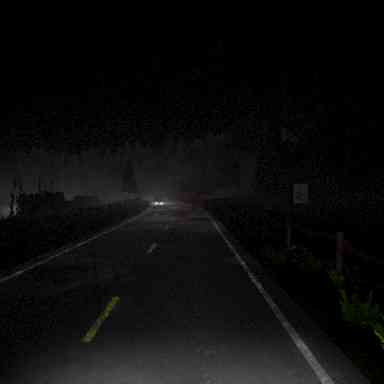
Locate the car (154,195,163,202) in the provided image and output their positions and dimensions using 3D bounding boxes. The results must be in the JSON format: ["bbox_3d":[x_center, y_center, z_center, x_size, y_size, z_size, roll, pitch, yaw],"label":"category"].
[{"bbox_3d":[-7.673,1.418,75.765,2.128,1.511,4.902,0,0,-9],"label":"car"}]

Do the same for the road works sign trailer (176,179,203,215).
[{"bbox_3d":[-0.128,0.464,33.257,2.380,3.560,2.880,0,0,-3],"label":"road works sign trailer"}]
